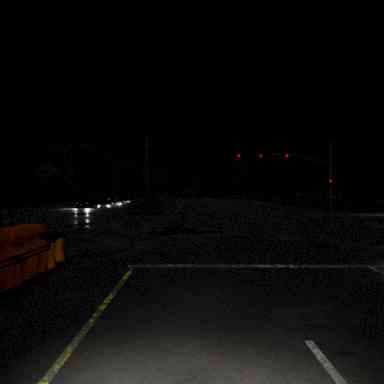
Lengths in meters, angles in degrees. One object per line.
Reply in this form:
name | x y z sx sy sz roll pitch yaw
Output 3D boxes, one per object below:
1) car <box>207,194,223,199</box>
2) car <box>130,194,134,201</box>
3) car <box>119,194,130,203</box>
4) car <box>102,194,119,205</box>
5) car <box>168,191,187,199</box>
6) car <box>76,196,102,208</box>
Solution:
car | 6.999 1.146 94.647 2.033 1.411 5.357 0 0 -18
car | -14.161 1.219 74.731 2.128 1.511 4.902 0 0 -3
car | -13.967 1.230 64.060 2.128 1.511 4.902 0 1 1
car | -14.023 1.134 54.672 2.097 1.767 4.553 0 0 0
car | -4.171 0.822 95.213 2.150 2.045 5.566 0 0 -22
car | -14.047 1.331 44.641 1.837 1.490 4.892 0 0 0
